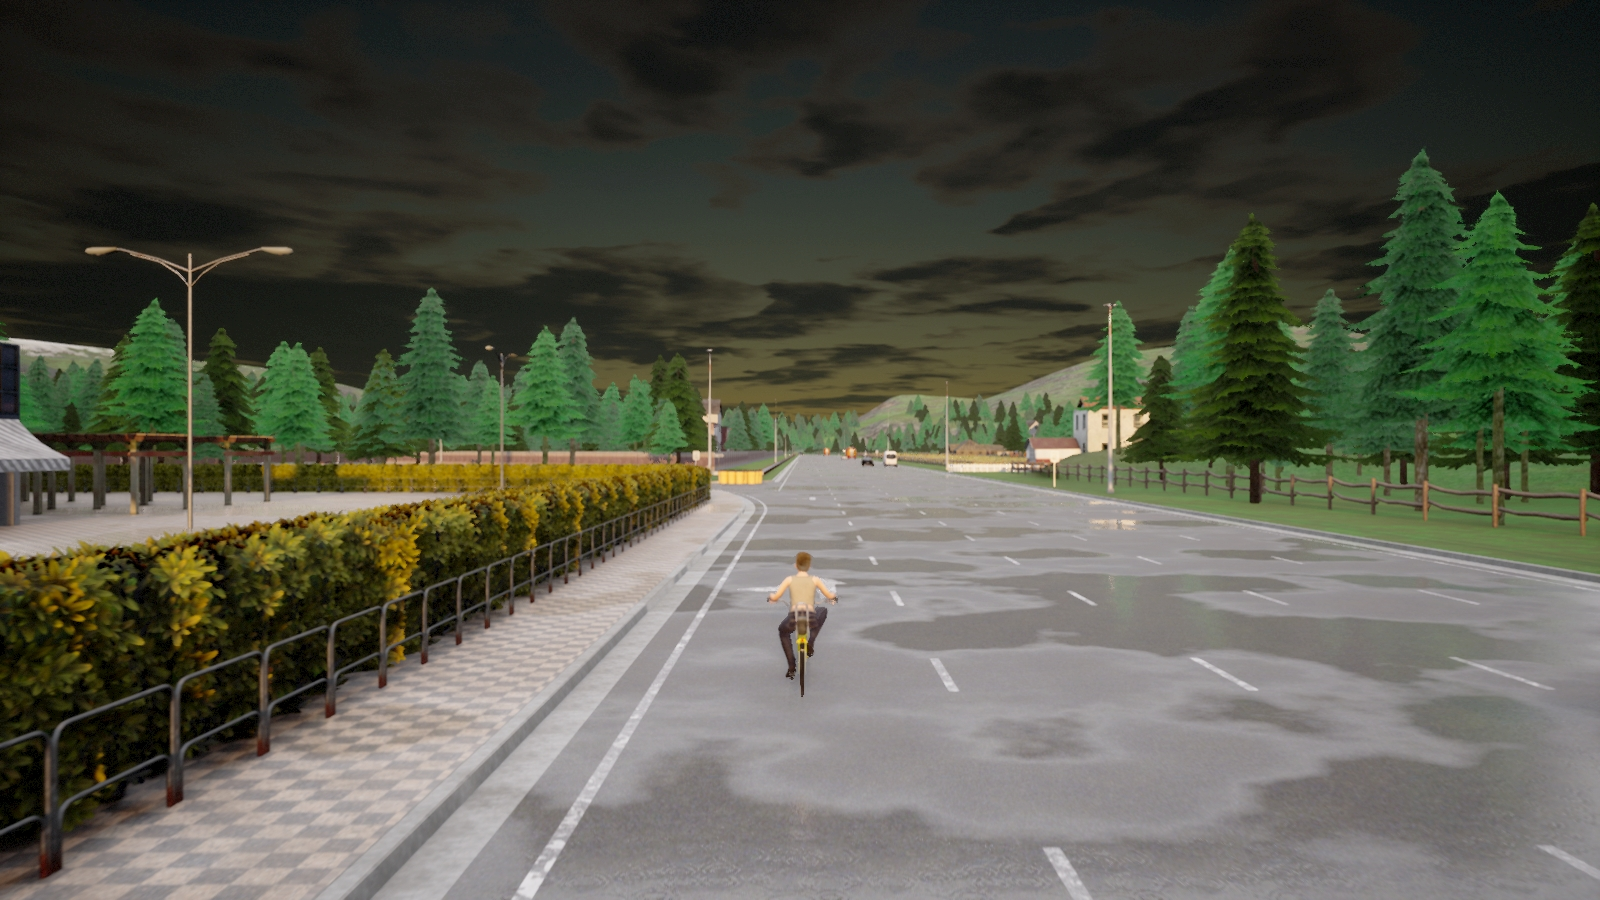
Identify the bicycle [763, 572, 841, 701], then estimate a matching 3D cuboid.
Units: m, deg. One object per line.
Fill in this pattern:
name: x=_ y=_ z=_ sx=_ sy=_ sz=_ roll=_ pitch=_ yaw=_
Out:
bicycle: x=0.031 y=2.155 z=13.458 sx=0.859 sy=1.276 sz=1.487 roll=0 pitch=0 yaw=1
